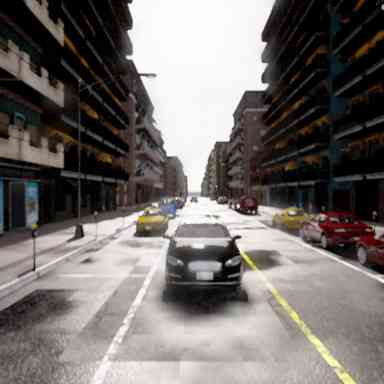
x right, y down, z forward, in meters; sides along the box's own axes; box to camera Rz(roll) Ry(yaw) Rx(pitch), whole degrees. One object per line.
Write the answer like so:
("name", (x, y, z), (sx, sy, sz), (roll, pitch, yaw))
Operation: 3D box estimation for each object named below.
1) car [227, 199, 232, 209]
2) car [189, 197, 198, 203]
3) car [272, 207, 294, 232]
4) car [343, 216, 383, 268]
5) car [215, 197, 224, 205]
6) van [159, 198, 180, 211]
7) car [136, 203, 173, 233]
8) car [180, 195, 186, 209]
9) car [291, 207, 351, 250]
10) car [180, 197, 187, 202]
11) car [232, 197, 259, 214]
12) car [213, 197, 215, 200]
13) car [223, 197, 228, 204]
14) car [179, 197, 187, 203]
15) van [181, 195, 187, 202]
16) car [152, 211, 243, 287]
("car", (6.114, 1.698, 42.770), (2.008, 1.369, 4.403), (0, 0, 0))
("car", (0.481, 1.853, 77.226), (1.812, 1.442, 4.674), (0, -1, 0))
("car", (6.078, 1.581, 20.294), (1.752, 1.417, 4.829), (0, 0, 0))
("car", (6.061, 1.568, 8.800), (1.887, 1.381, 4.507), (0, 0, 0))
("car", (6.148, 1.699, 65.417), (1.967, 1.590, 4.097), (0, 0, 0))
("van", (-2.285, 1.438, 31.484), (1.690, 1.788, 3.998), (0, 0, 0))
("car", (-2.302, 1.580, 19.990), (1.752, 1.417, 4.829), (0, 0, 0))
("car", (-2.258, 1.613, 48.469), (1.967, 1.590, 4.097), (0, 0, 0))
("car", (6.070, 1.583, 14.466), (1.887, 1.381, 4.507), (0, 0, 0))
("car", (-2.196, 1.979, 88.100), (1.802, 1.307, 4.206), (0, 0, 0))
("car", (6.104, 1.437, 37.108), (2.192, 1.841, 5.009), (0, 0, 0))
("car", (6.157, 1.856, 71.076), (1.947, 1.339, 4.313), (0, 0, 0))
("car", (6.123, 1.724, 48.431), (2.008, 1.369, 4.403), (0, 0, 0))
("car", (-2.205, 1.942, 82.439), (1.802, 1.307, 4.206), (0, 0, 0))
("van", (-2.189, 1.778, 93.765), (1.690, 1.788, 3.998), (0, 0, 0))
("car", (0.275, 1.516, 9.503), (2.128, 1.511, 4.902), (0, 0, 0))
